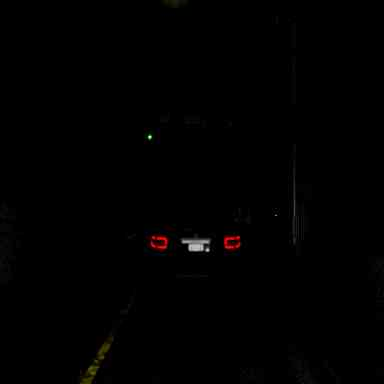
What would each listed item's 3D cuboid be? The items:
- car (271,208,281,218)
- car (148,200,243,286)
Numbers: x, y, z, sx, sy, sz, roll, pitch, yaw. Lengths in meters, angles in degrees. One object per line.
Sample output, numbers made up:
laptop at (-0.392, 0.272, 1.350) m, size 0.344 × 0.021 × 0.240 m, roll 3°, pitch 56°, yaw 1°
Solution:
car at (9.052, 1.596, 27.626) m, size 4.718 × 1.301 × 1.895 m, roll 0°, pitch 0°, yaw -10°
car at (0.081, 1.227, 9.547) m, size 2.150 × 2.045 × 5.566 m, roll 0°, pitch 0°, yaw 0°
